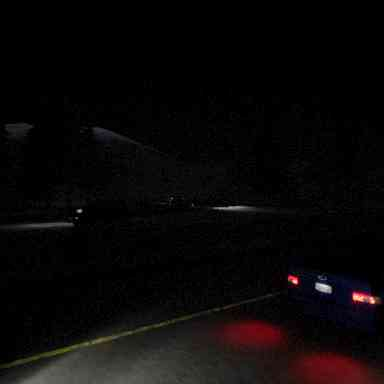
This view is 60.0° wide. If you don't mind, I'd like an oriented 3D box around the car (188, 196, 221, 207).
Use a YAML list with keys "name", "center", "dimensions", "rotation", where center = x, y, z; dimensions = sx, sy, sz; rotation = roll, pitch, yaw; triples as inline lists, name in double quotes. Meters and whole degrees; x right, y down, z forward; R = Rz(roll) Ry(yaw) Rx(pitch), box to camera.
- name: "car"
  center: [1.840, 1.491, 51.322]
  dimensions: [2.128, 1.511, 4.902]
  rotation: [0, 0, -27]

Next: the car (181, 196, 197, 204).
- name: "car"
  center: [-0.697, 1.525, 65.842]
  dimensions: [1.812, 1.442, 4.674]
  rotation: [0, 0, -19]

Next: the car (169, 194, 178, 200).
- name: "car"
  center: [-5.122, 1.408, 92.478]
  dimensions: [2.128, 1.511, 4.902]
  rotation: [0, 0, 0]

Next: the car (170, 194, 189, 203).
- name: "car"
  center: [-2.527, 1.563, 60.818]
  dimensions: [1.994, 1.385, 4.181]
  rotation: [0, 0, -17]

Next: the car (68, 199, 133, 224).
- name: "car"
  center: [-6.820, 1.351, 24.961]
  dimensions: [4.553, 1.767, 2.097]
  rotation: [0, 0, -36]

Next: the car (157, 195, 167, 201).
- name: "car"
  center: [-6.772, 1.525, 74.625]
  dimensions: [2.128, 1.511, 4.902]
  rotation: [0, 0, -14]

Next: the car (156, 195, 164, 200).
- name: "car"
  center: [-8.548, 1.481, 89.692]
  dimensions: [2.033, 1.411, 5.357]
  rotation: [0, 0, -3]

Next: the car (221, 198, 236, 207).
- name: "car"
  center: [5.148, 1.564, 52.574]
  dimensions: [1.994, 1.385, 4.181]
  rotation: [0, 0, -29]

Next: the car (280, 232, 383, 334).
- name: "car"
  center: [4.099, 1.547, 6.659]
  dimensions: [5.357, 1.411, 2.033]
  rotation: [0, 0, -35]

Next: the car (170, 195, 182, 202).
- name: "car"
  center: [-3.738, 1.540, 77.151]
  dimensions: [2.033, 1.411, 5.357]
  rotation: [0, 0, -10]
